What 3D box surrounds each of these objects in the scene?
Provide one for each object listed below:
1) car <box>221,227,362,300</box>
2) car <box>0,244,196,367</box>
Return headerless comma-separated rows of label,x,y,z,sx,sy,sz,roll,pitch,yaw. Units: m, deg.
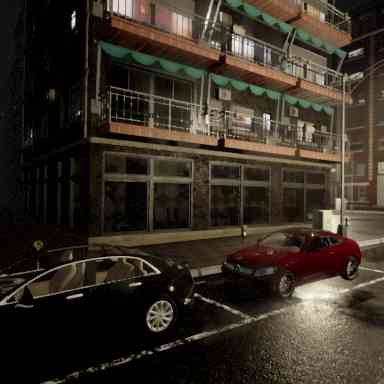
car,2.649,1.585,8.393,4.206,1.307,1.802,0,1,-35
car,-1.978,1.551,5.090,4.403,1.369,2.008,0,1,-35
